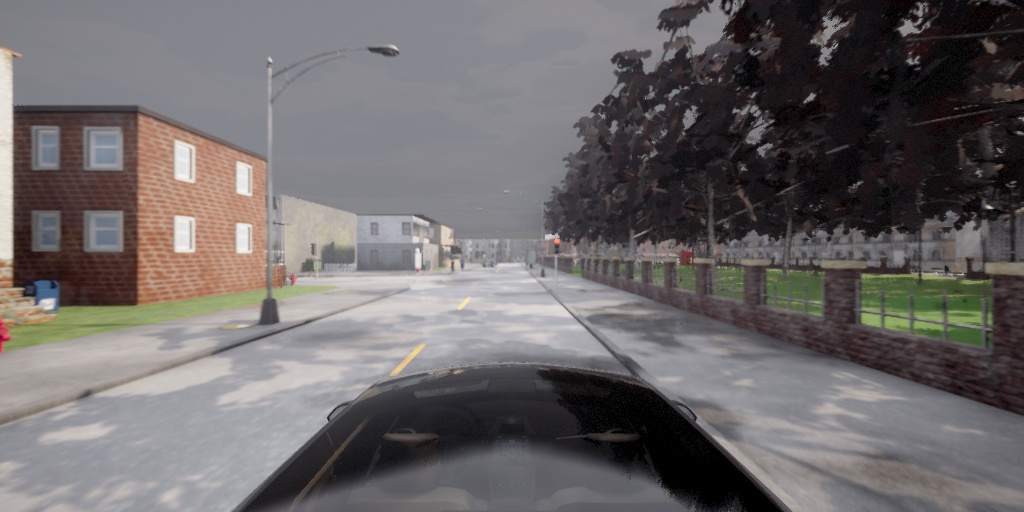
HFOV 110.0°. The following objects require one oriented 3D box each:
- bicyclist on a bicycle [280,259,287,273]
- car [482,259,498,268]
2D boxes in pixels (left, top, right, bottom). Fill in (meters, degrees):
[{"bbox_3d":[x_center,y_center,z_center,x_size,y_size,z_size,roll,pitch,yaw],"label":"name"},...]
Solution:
[{"bbox_3d":[-23.873,1.098,37.285,0.582,1.620,1.656,0,0,0],"label":"bicyclist on a bicycle"},{"bbox_3d":[-4.022,1.238,61.117,2.128,1.511,4.902,0,0,1],"label":"car"}]
